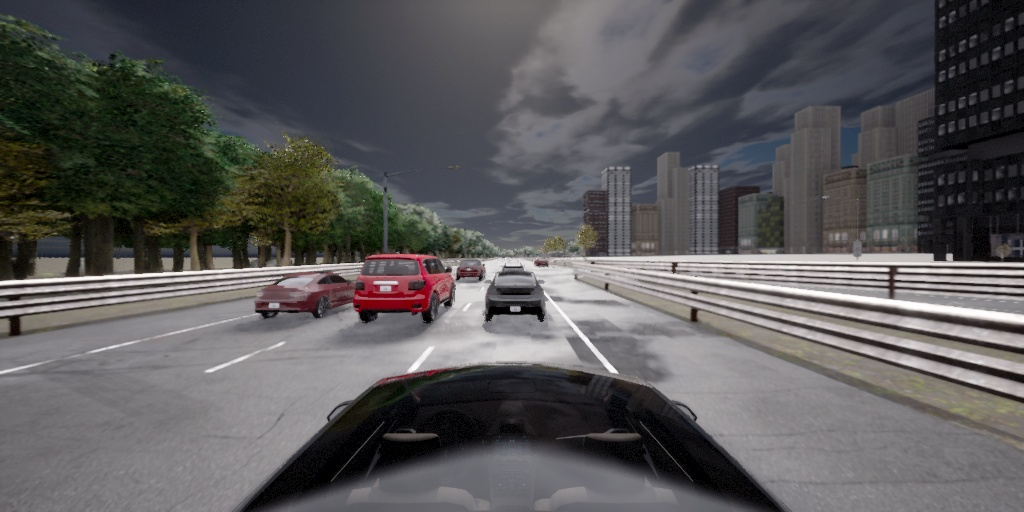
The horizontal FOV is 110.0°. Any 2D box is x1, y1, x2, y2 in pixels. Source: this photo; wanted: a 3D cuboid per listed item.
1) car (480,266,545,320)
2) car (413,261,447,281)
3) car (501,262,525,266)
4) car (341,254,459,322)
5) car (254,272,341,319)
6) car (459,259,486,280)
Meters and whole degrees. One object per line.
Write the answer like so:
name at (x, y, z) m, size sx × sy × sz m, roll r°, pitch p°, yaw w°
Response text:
car at (0.099, 1.249, 12.556) m, size 1.837 × 1.490 × 4.892 m, roll 0°, pitch 0°, yaw 0°
car at (-6.901, 1.224, 30.758) m, size 1.837 × 1.490 × 4.892 m, roll 0°, pitch 0°, yaw 0°
car at (0.100, 1.211, 30.627) m, size 2.128 × 1.511 × 4.902 m, roll 0°, pitch 0°, yaw 0°
car at (-3.400, 0.966, 12.334) m, size 2.150 × 2.045 × 5.566 m, roll 0°, pitch 0°, yaw 0°
car at (-6.901, 1.270, 12.707) m, size 1.812 × 1.442 × 4.674 m, roll 0°, pitch 0°, yaw 0°
car at (-3.400, 1.071, 30.457) m, size 2.097 × 1.767 × 4.553 m, roll 0°, pitch 0°, yaw 0°
